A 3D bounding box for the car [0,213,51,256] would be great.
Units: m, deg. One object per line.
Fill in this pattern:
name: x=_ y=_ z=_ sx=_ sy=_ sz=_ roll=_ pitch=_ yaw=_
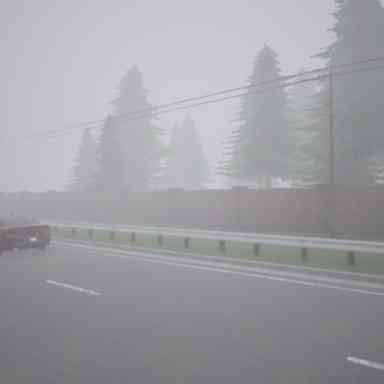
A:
car: x=-7.906 y=1.633 z=13.843 sx=5.008 sy=1.535 sz=1.882 roll=0 pitch=0 yaw=36
